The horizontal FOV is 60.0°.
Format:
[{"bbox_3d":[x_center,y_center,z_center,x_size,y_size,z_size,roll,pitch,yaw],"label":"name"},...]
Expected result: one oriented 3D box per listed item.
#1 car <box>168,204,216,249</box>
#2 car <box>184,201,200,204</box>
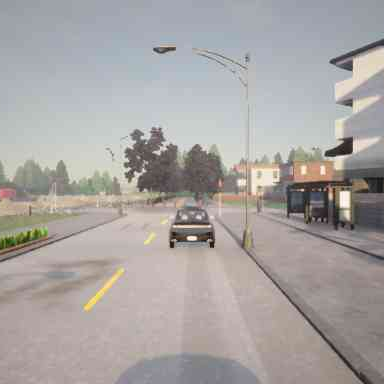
[{"bbox_3d":[0.000,1.494,14.650,2.128,1.511,4.902,0,0,0],"label":"car"},{"bbox_3d":[0.000,1.532,29.650,1.812,1.442,4.674,0,0,0],"label":"car"}]
